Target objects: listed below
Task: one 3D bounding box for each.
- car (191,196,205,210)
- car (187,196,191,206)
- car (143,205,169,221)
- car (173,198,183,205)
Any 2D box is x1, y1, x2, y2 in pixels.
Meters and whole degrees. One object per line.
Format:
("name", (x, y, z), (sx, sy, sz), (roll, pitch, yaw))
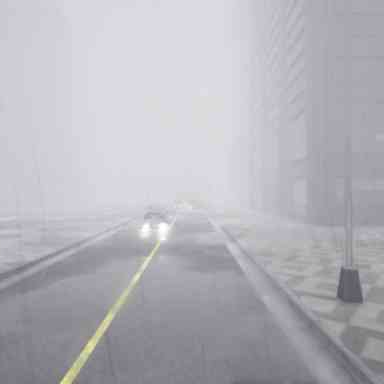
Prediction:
("car", (1.075, 1.805, 50.467), (1.801, 1.575, 5.366), (0, 0, 0))
("car", (0.035, 2.020, 67.312), (1.994, 1.385, 4.181), (0, 0, 0))
("car", (-3.082, 1.795, 29.164), (1.895, 1.301, 4.718), (0, 0, 0))
("car", (-2.963, 1.992, 71.104), (2.128, 1.511, 4.902), (0, 0, 0))
